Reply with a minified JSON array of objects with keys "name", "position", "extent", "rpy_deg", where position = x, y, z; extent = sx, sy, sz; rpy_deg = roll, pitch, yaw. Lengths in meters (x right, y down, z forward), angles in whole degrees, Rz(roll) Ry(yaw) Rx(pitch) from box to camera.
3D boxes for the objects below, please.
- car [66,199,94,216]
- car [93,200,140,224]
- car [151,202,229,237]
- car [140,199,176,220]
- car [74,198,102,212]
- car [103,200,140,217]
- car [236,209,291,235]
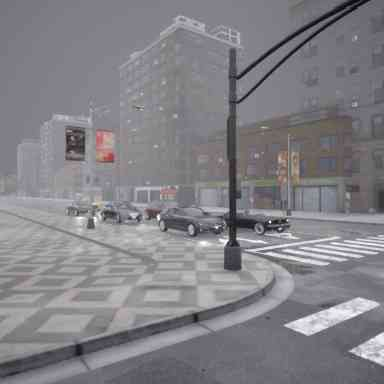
[{"name":"car","position":[-11.529,1.627,34.344],"extent":[1.837,1.490,4.892],"rpy_deg":[0,0,-36]},{"name":"car","position":[-5.679,1.581,26.286],"extent":[2.128,1.511,4.902],"rpy_deg":[0,0,-36]},{"name":"car","position":[-0.181,1.558,18.728],"extent":[1.837,1.490,4.892],"rpy_deg":[0,0,-36]},{"name":"car","position":[-1.964,1.435,26.712],"extent":[2.097,1.767,4.553],"rpy_deg":[0,0,-36]},{"name":"car","position":[-13.345,1.620,42.411],"extent":[1.882,1.535,5.008],"rpy_deg":[0,0,-36]},{"name":"car","position":[-7.306,1.619,34.057],"extent":[1.837,1.490,4.892],"rpy_deg":[0,0,-36]},{"name":"car","position":[3.363,1.648,19.388],"extent":[1.895,1.301,4.718],"rpy_deg":[0,0,-36]}]
